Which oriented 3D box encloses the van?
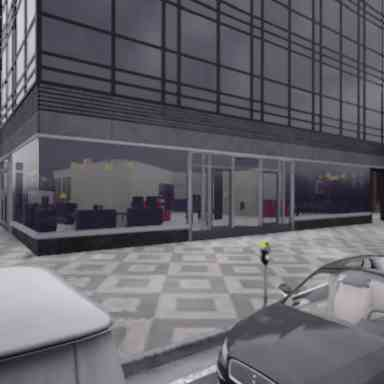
[{"bbox_3d":[-2.132,1.336,1.004,3.998,1.788,1.690,0,0,-35],"label":"van"}]

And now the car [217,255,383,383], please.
[{"bbox_3d":[2.295,1.567,4.159,4.403,1.369,2.008,0,0,-35],"label":"car"}]
